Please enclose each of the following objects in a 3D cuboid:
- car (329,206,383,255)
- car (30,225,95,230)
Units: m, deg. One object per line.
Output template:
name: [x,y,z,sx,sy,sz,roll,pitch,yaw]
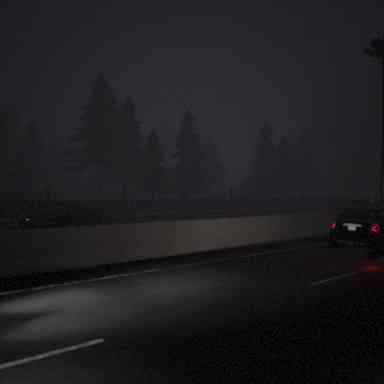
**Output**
car: [7.630,1.356,13.487,4.553,1.767,2.097,0,0,-36]
car: [-7.784,1.494,19.936,4.902,1.511,2.128,0,0,-35]
